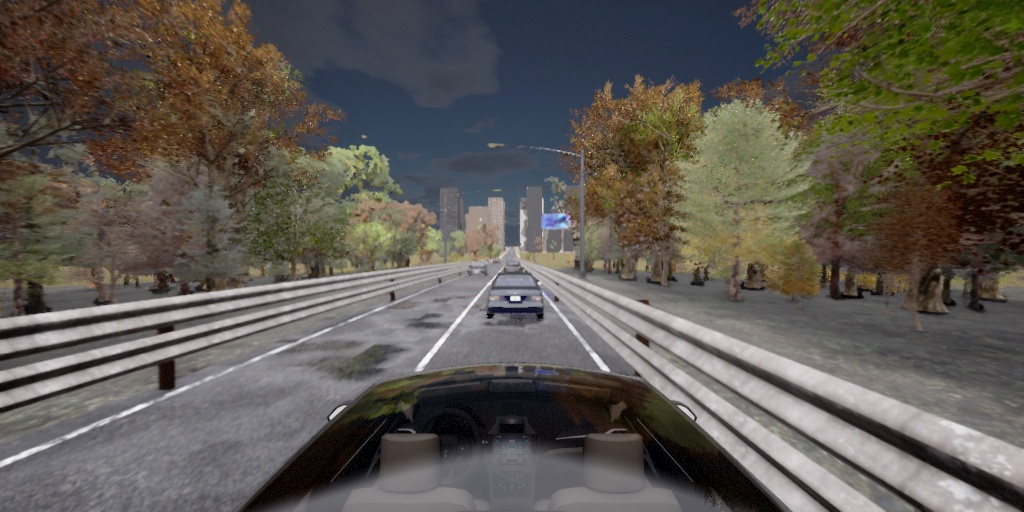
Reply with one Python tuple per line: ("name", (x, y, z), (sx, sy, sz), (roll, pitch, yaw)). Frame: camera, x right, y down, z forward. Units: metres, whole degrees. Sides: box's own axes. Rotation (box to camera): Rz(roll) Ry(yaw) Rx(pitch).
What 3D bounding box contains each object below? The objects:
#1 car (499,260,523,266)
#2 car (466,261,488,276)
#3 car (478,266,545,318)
("car", (0.097, 1.228, 35.836), (2.128, 1.511, 4.902), (0, 0, 0))
("car", (-3.344, 1.263, 36.100), (1.812, 1.442, 4.674), (0, 0, 0))
("car", (0.098, 1.248, 12.711), (2.033, 1.411, 5.357), (0, 0, 0))
